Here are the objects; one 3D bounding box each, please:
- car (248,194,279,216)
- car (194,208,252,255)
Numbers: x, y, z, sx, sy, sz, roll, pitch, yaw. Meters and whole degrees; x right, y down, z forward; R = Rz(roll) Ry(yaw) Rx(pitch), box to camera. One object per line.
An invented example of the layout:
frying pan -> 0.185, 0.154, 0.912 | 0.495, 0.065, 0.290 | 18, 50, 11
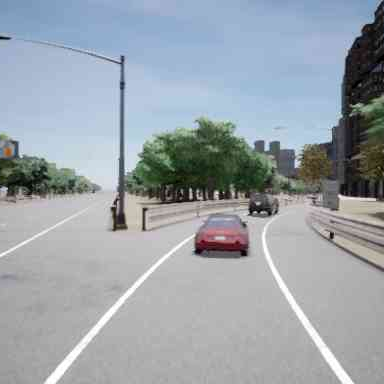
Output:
car -> 7.256, 1.255, 33.417 | 2.150, 2.045, 5.566 | 0, 0, 24
car -> 1.313, 1.577, 13.542 | 1.994, 1.385, 4.181 | 0, 0, 10
